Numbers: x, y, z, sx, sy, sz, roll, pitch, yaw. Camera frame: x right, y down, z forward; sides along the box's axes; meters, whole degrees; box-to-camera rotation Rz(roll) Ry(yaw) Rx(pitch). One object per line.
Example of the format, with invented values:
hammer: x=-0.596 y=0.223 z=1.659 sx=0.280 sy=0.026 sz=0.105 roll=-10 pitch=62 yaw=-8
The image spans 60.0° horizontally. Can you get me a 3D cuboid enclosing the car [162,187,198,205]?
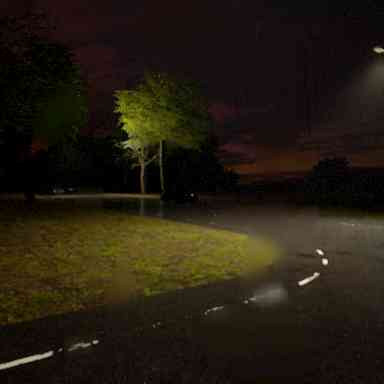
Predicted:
car: x=-1.546 y=0.429 z=40.740 sx=2.150 sy=2.045 sz=5.566 roll=-1 pitch=2 yaw=-36

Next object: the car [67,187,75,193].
car: x=-29.430 y=-0.475 z=79.784 sx=2.128 sy=1.511 sz=4.902 roll=-1 pitch=2 yaw=-35

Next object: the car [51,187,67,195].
car: x=-26.726 y=-0.252 z=66.119 sx=2.097 sy=1.767 sz=4.553 roll=-1 pitch=2 yaw=-29
